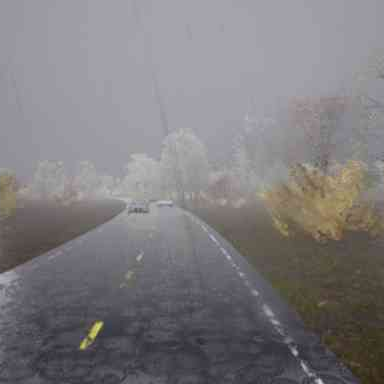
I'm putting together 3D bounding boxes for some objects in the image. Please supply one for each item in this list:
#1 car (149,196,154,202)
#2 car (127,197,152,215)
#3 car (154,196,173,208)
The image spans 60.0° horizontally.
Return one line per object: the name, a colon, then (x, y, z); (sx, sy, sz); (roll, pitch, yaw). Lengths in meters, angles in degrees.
car: (-7.507, 1.371, 64.347); (1.895, 1.301, 4.718); (0, 0, -13)
car: (-5.087, 1.457, 31.970); (1.994, 1.385, 4.181); (0, 0, -7)
car: (-3.810, 1.437, 45.799); (1.895, 1.301, 4.718); (0, 0, -9)
